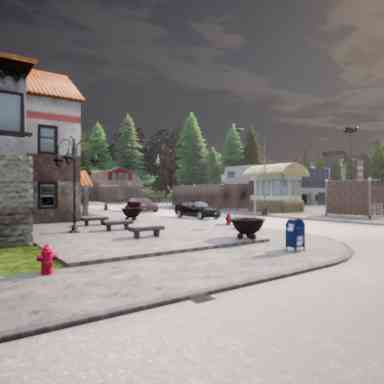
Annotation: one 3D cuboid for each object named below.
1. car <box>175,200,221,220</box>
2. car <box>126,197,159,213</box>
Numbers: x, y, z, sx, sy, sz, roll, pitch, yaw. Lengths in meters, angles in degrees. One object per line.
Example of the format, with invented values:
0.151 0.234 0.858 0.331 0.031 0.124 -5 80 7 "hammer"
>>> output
0.412 1.475 28.529 1.882 1.535 5.008 0 0 -35 "car"
-5.525 1.349 36.901 2.097 1.767 4.553 0 0 -35 "car"
